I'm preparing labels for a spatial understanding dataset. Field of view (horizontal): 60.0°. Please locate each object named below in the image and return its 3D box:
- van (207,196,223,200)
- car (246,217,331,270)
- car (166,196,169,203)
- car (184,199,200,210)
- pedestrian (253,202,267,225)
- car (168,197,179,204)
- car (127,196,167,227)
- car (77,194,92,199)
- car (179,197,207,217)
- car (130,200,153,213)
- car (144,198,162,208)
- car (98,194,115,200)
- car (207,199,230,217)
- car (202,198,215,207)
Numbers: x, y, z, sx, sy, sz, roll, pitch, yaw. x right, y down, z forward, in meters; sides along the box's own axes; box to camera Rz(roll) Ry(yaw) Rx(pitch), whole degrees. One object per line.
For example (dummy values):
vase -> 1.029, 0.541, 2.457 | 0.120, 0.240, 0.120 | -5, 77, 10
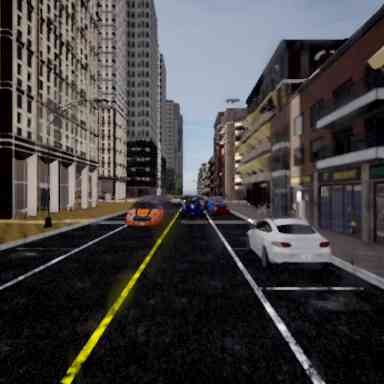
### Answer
van -> 2.695, 1.407, 37.712 | 1.690, 1.788, 3.998 | 0, 0, 0
car -> 3.002, 1.544, 11.033 | 1.812, 1.442, 4.674 | 0, 0, 0
car -> -5.681, 1.580, 71.605 | 1.967, 1.590, 4.097 | 0, 0, 0
car -> 0.043, 1.644, 45.031 | 1.994, 1.385, 4.181 | 0, 0, 1
pedestrian -> 2.893, 1.316, 13.865 | 0.375, 1.860, 0.375 | 0, 0, -2
car -> -3.008, 1.648, 64.565 | 1.812, 1.442, 4.674 | 0, 0, 0
car -> -3.095, 1.390, 22.847 | 2.097, 1.767, 4.553 | 0, 0, 0
car -> -26.696, 1.269, 82.375 | 4.206, 1.307, 1.802 | 1, -1, 0
car -> 0.070, 1.408, 32.484 | 2.097, 1.767, 4.553 | 0, 0, 0
car -> -5.685, 1.631, 37.713 | 1.947, 1.339, 4.313 | 0, 0, 0
car -> -5.683, 1.639, 49.010 | 2.008, 1.369, 4.403 | 0, 0, 0
car -> -21.119, 1.234, 82.390 | 4.097, 1.590, 1.967 | 1, -1, 0
car -> 2.695, 1.637, 32.063 | 1.802, 1.307, 4.206 | 0, 0, 0
car -> 2.698, 1.652, 54.657 | 2.008, 1.369, 4.403 | 0, 0, 0
